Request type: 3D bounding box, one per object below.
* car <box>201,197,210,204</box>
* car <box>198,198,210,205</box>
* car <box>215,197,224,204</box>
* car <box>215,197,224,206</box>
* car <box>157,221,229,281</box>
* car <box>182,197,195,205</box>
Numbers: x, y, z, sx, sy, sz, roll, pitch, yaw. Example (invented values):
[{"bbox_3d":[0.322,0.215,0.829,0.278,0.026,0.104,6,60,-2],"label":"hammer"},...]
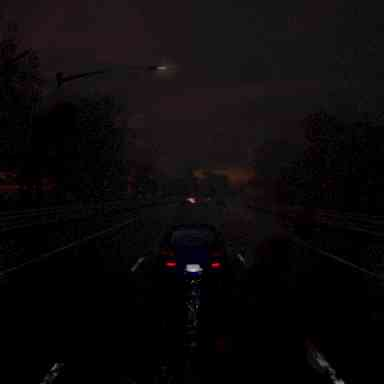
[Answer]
[{"bbox_3d":[3.279,2.106,81.410,1.882,1.535,5.008,1,-1,5],"label":"car"},{"bbox_3d":[2.407,2.173,71.158,1.895,1.301,4.718,1,0,5],"label":"car"},{"bbox_3d":[6.801,2.044,81.483,2.097,1.767,4.553,1,-1,5],"label":"car"},{"bbox_3d":[5.956,2.178,71.677,1.994,1.385,4.181,1,0,5],"label":"car"},{"bbox_3d":[0.031,1.599,9.955,1.812,1.442,4.674,1,0,0],"label":"car"},{"bbox_3d":[-1.086,2.134,71.371,1.895,1.301,4.718,1,0,5],"label":"car"}]
